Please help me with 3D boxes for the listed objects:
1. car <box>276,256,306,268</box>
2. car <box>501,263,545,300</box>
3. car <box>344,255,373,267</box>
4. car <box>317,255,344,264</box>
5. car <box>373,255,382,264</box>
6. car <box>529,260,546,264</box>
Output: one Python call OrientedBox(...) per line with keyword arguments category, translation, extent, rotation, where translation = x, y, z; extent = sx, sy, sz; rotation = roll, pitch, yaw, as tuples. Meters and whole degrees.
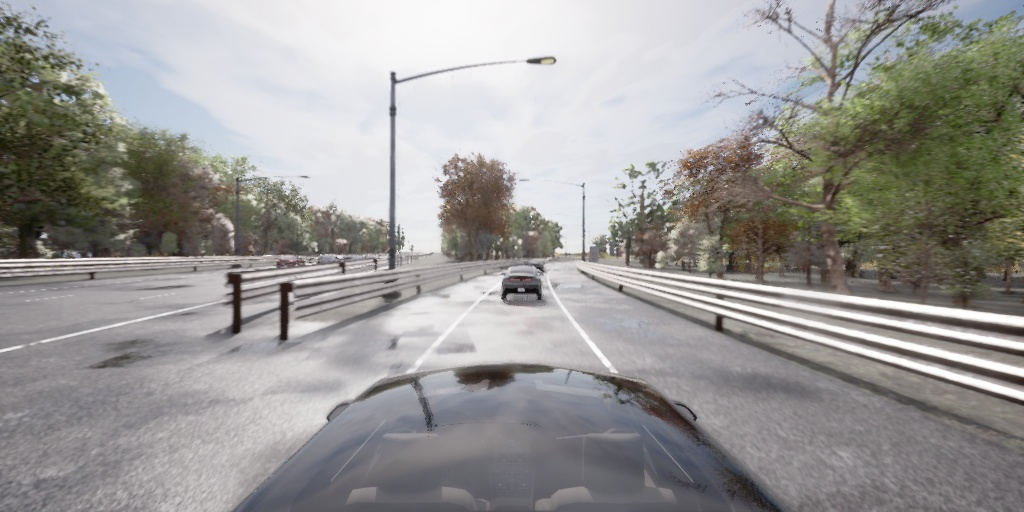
OrientedBox(category="car", translation=(-25.686, 0.703, 41.767), extent=(1.812, 1.442, 4.674), rotation=(0, 0, -12))
OrientedBox(category="car", translation=(0.520, 1.233, 17.754), extent=(1.837, 1.490, 4.892), rotation=(0, -1, 3))
OrientedBox(category="car", translation=(-19.197, 0.762, 44.953), extent=(1.994, 1.385, 4.181), rotation=(0, 0, -12))
OrientedBox(category="car", translation=(-22.859, 0.734, 45.370), extent=(1.994, 1.385, 4.181), rotation=(0, 0, -12))
OrientedBox(category="car", translation=(-21.690, 0.603, 56.478), extent=(1.837, 1.490, 4.892), rotation=(0, 0, -12))
OrientedBox(category="car", translation=(2.970, 1.187, 43.871), extent=(1.837, 1.490, 4.892), rotation=(0, 0, 8))
